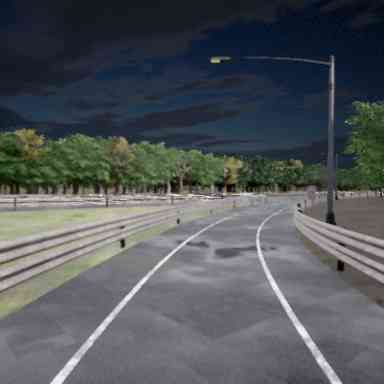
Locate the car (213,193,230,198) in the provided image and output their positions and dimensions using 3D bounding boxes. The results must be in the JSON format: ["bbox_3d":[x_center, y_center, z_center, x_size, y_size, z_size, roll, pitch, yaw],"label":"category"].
[{"bbox_3d":[5.384,1.016,64.520,5.008,1.535,1.882,0,1,-43],"label":"car"}]

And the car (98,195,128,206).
[{"bbox_3d":[-11.447,1.135,49.282,4.902,1.511,2.128,0,1,-41],"label":"car"}]
